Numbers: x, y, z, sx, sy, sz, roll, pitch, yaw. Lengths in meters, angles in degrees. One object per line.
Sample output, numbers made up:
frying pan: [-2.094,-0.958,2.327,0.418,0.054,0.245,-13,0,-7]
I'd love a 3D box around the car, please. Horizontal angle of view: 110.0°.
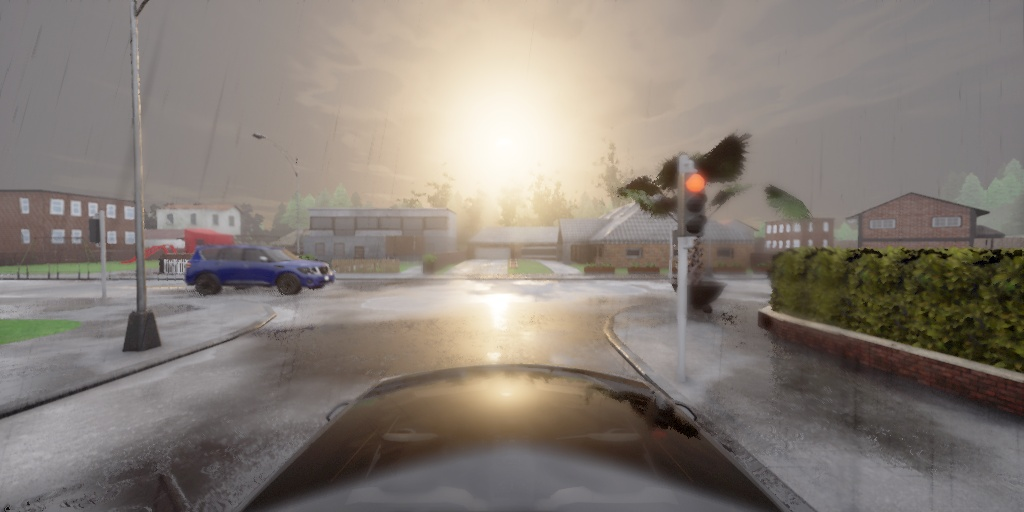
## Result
car: [-10.786,0.574,15.506,5.566,2.045,2.150,1,2,0]
